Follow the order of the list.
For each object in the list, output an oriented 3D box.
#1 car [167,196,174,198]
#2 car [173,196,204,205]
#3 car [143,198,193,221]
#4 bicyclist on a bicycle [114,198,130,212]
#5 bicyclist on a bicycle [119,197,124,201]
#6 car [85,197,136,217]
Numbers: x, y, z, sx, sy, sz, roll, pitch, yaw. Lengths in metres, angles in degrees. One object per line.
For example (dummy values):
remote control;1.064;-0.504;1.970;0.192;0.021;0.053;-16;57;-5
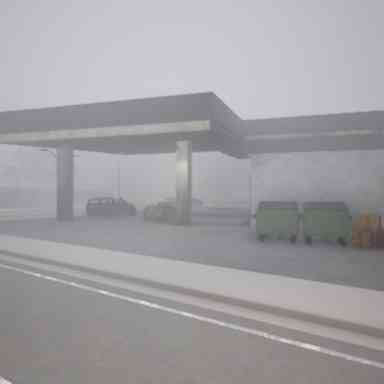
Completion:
car;-3.012;1.524;57.298;1.837;1.490;4.892;0;0;36
car;-0.195;1.564;55.220;2.033;1.411;5.357;0;0;36
car;-2.014;1.465;26.726;1.970;1.475;3.806;0;0;37
bicyclist on a bicycle;-8.011;1.469;37.913;1.656;1.620;0.582;0;0;18
bicyclist on a bicycle;-7.972;1.402;37.178;0.582;1.620;1.656;0;-9;-36
car;-7.089;1.308;29.524;2.242;1.667;4.611;0;0;37
